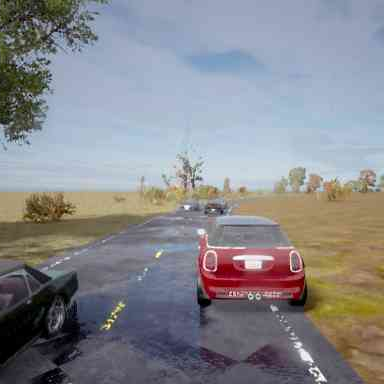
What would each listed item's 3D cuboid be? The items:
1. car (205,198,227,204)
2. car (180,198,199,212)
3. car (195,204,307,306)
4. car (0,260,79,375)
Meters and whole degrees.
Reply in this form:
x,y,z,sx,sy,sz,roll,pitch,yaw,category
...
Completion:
x,y,z,sx,sy,sz,roll,pitch,yaw,category
2.386,1.494,34.813,1.837,1.490,4.892,0,0,8,car
-0.196,1.478,38.271,2.128,1.511,4.902,0,0,8,car
1.197,1.351,8.221,2.097,1.767,4.553,0,0,2,car
-3.020,1.601,3.825,1.895,1.301,4.718,0,0,1,car
